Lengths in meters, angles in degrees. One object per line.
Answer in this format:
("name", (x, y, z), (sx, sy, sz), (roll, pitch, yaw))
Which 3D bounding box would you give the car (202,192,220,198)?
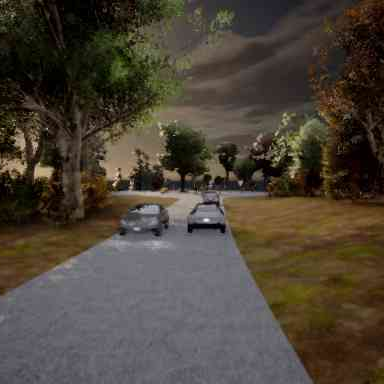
("car", (2.011, 0.708, 35.469), (2.033, 1.411, 5.357), (0, 2, 4))

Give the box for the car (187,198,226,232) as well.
("car", (0.813, 1.284, 18.112), (1.994, 1.385, 4.181), (0, 2, 3))

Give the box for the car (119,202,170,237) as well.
("car", (-2.212, 1.264, 16.600), (1.812, 1.442, 4.674), (2, 2, 4))
